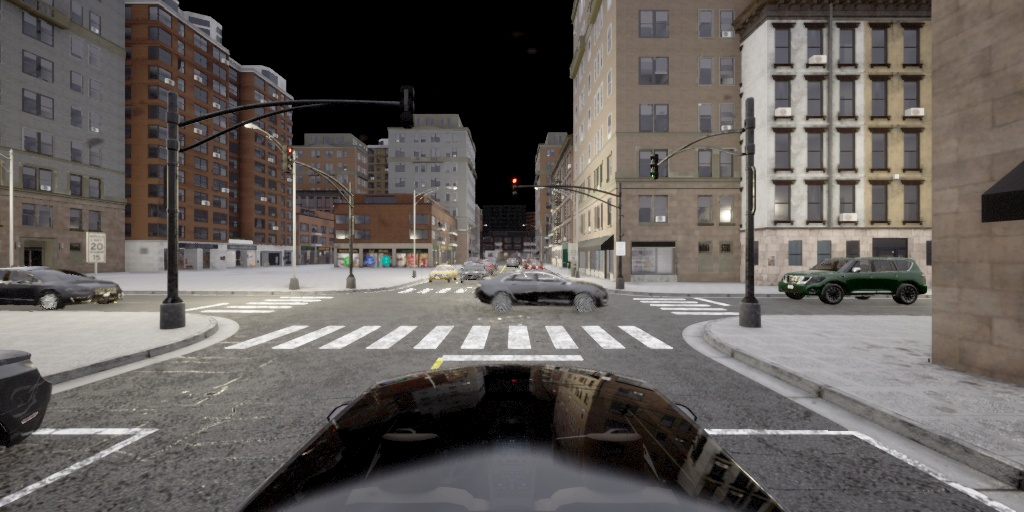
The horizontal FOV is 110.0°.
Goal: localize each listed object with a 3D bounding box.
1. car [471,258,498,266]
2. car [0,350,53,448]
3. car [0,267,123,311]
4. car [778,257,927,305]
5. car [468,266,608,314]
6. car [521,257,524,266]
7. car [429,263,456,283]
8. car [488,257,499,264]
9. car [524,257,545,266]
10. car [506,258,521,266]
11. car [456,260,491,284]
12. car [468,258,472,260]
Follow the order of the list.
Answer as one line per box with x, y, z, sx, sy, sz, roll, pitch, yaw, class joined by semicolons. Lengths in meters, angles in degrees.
-2.839;1.228;37.536;1.882;1.535;5.008;0;0;0;car
-5.388;1.300;1.642;2.007;1.370;4.403;0;0;0;car
-17.459;1.174;13.297;4.892;1.490;1.837;0;0;0;car
15.349;1.056;16.293;5.566;2.045;2.150;0;0;-2;car
1.045;1.248;13.309;4.902;1.511;2.128;0;0;0;car
2.653;1.065;45.470;2.192;1.841;5.009;0;0;0;car
-5.379;1.275;28.317;1.751;1.417;4.829;0;0;0;car
-2.820;1.256;47.952;1.837;1.490;4.892;0;0;0;car
2.651;1.190;39.808;1.967;1.591;4.097;0;0;0;car
0.114;1.316;58.538;1.994;1.385;4.181;0;0;1;car
-2.818;1.255;27.219;1.837;1.490;4.892;0;0;-1;car
-5.372;1.301;45.473;2.007;1.370;4.403;0;0;0;car
